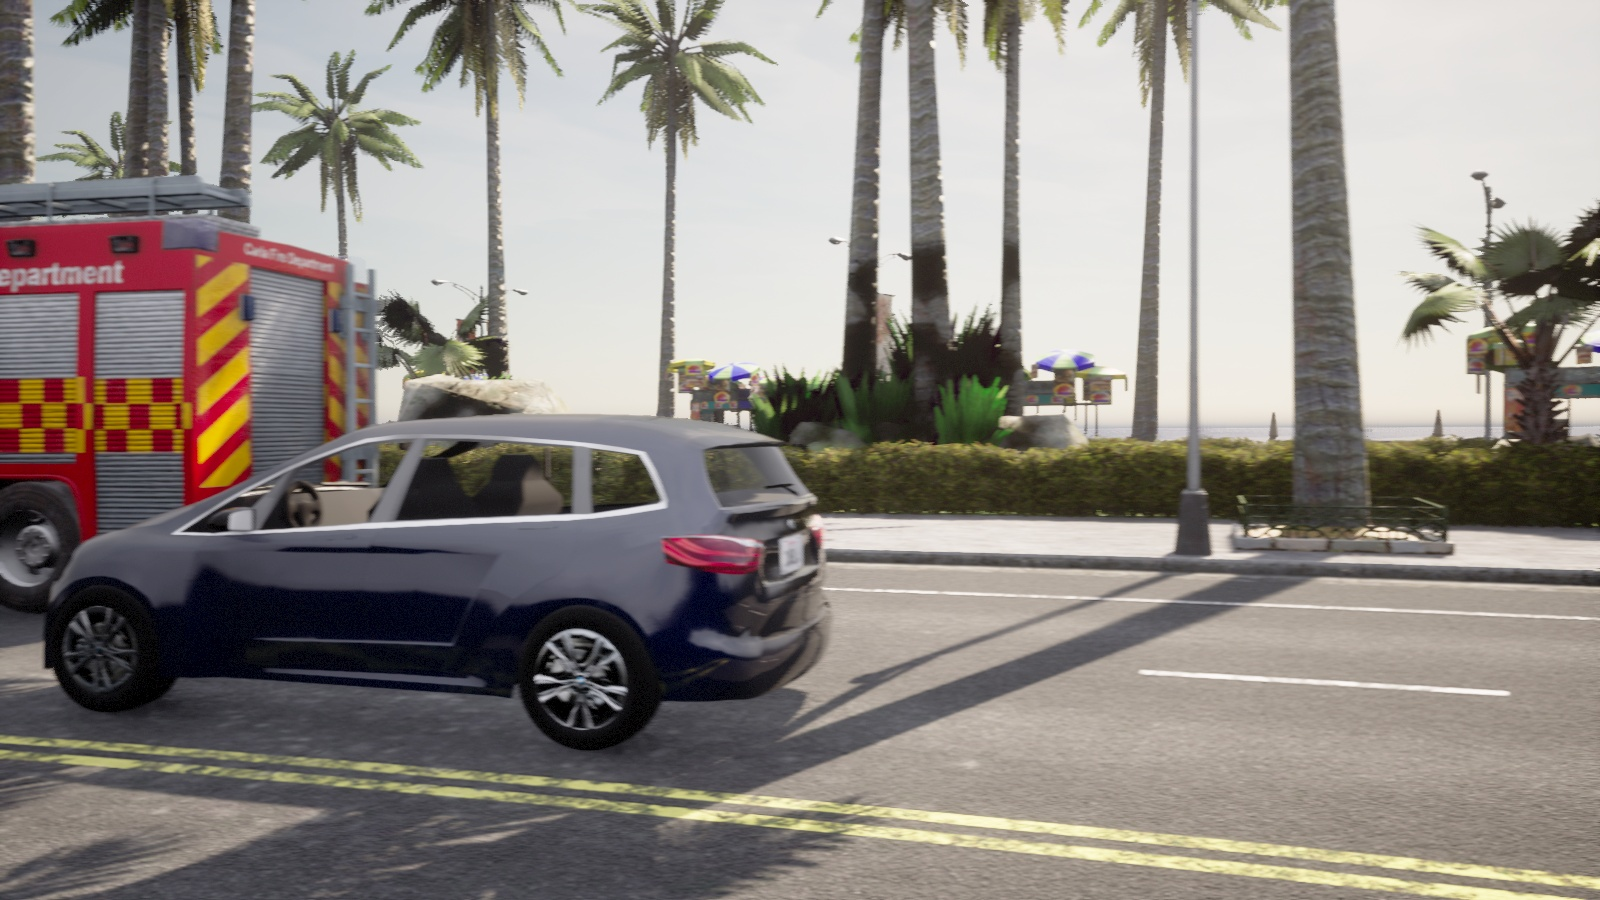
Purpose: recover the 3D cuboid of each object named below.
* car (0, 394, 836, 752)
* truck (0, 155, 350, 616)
[{"bbox_3d":[-2.302,0.538,7.572,4.611,1.667,2.242,0,1,17],"label":"car"},{"bbox_3d":[-9.192,-0.580,12.668,8.468,3.827,2.891,0,1,11],"label":"truck"}]
